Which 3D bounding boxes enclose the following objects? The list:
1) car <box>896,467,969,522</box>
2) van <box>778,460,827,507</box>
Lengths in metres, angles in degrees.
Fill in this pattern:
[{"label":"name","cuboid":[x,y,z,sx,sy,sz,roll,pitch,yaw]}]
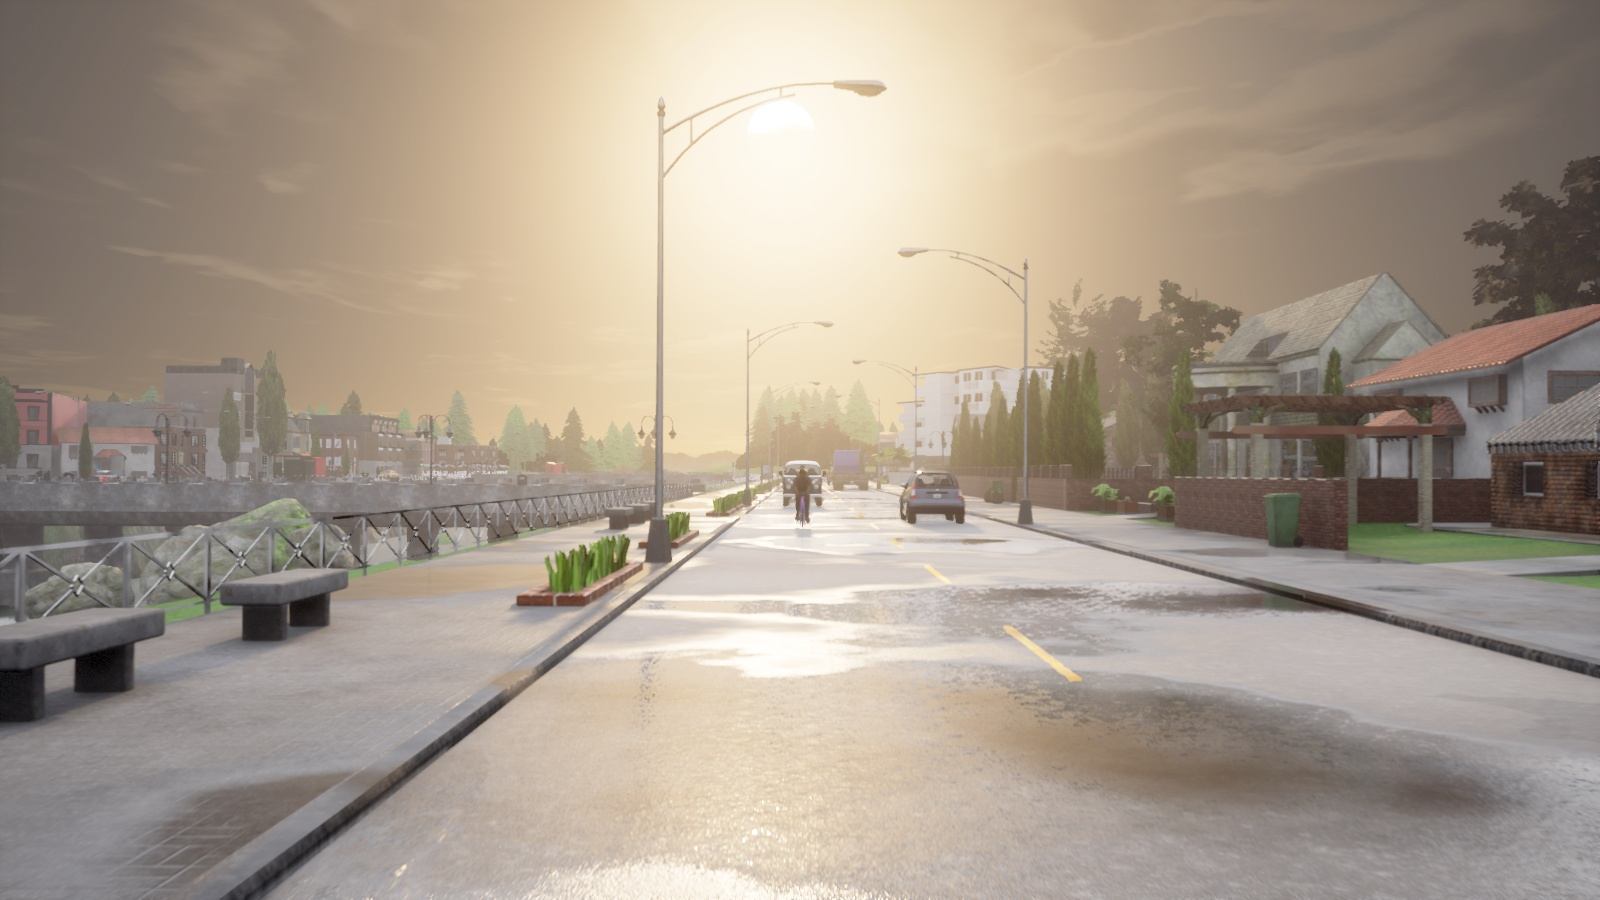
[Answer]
[{"label":"car","cuboid":[4.082,1.355,39.311,1.851,1.617,3.988,0,-1,0]},{"label":"van","cuboid":[0.114,1.481,56.305,2.069,2.038,4.480,0,-1,0]}]
